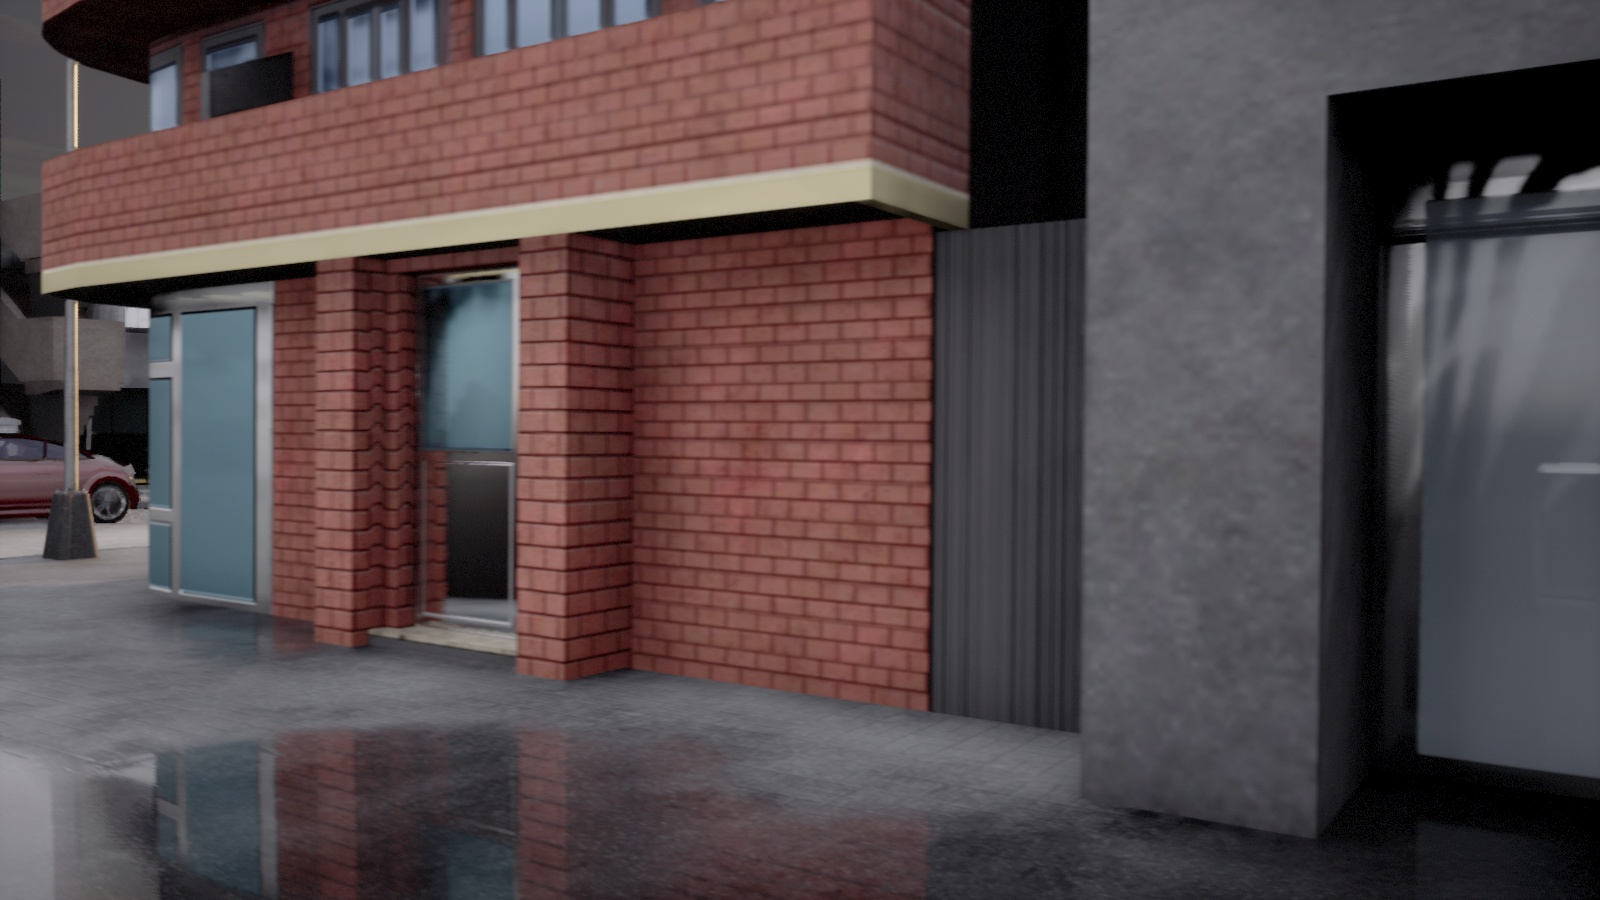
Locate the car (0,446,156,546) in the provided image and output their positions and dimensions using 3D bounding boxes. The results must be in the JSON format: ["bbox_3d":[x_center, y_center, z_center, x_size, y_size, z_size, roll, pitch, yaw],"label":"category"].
[{"bbox_3d":[-11.994,0.659,18.301,1.994,1.385,4.181,0,1,32],"label":"car"}]
